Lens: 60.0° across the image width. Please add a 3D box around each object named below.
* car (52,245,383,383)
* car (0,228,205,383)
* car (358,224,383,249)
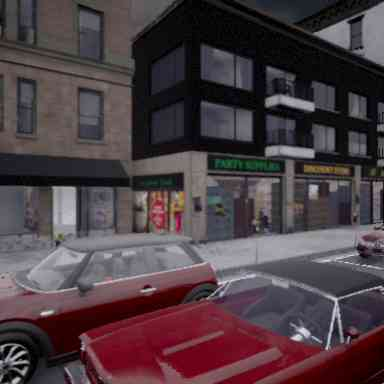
[{"bbox_3d":[1.116,1.599,3.868,4.718,1.301,1.895,0,0,-35],"label":"car"},{"bbox_3d":[-1.547,1.440,5.083,4.097,1.590,1.967,0,0,-36],"label":"car"},{"bbox_3d":[7.424,1.576,11.485,4.206,1.307,1.802,0,0,-36],"label":"car"}]
